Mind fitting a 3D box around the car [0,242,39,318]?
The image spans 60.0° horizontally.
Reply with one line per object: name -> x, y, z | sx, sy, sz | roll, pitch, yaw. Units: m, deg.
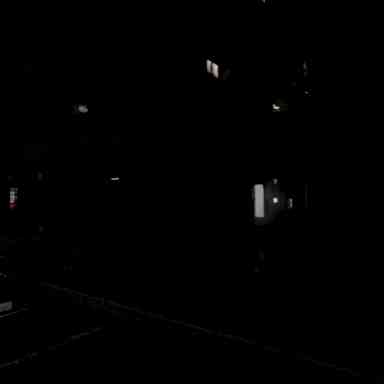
car -> -4.692, 1.544, 6.404 | 4.403, 1.369, 2.008 | 0, -1, 36
